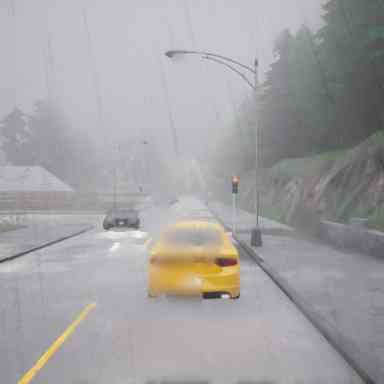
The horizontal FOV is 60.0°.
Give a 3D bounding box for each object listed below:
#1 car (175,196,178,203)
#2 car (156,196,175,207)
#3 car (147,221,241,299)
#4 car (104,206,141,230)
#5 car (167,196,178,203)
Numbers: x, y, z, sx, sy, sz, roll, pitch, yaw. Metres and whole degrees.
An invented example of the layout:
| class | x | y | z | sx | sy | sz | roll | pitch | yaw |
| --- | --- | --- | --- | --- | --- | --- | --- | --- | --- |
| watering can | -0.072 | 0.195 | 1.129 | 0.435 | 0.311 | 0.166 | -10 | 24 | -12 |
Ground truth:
| class | x | y | z | sx | sy | sz | roll | pitch | yaw |
| --- | --- | --- | --- | --- | --- | --- | --- | --- | --- |
| car | -4.020 | 1.564 | 58.776 | 1.994 | 1.385 | 4.181 | 0 | 0 | 0 |
| car | -4.047 | 1.352 | 49.457 | 2.097 | 1.767 | 4.553 | 0 | 0 | 0 |
| car | 0.061 | 1.478 | 8.490 | 1.882 | 1.535 | 5.008 | 0 | 0 | 1 |
| car | -4.241 | 1.564 | 20.805 | 1.994 | 1.385 | 4.181 | 0 | 0 | -8 |
| car | -3.938 | 1.564 | 68.785 | 1.994 | 1.385 | 4.181 | 0 | 0 | 1 |
